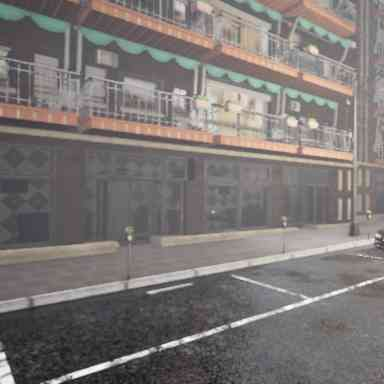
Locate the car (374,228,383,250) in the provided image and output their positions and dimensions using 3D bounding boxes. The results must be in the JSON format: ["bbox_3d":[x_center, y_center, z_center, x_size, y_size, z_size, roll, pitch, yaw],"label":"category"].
[{"bbox_3d":[8.687,1.519,12.747,4.403,1.369,2.008,0,1,-36],"label":"car"}]
